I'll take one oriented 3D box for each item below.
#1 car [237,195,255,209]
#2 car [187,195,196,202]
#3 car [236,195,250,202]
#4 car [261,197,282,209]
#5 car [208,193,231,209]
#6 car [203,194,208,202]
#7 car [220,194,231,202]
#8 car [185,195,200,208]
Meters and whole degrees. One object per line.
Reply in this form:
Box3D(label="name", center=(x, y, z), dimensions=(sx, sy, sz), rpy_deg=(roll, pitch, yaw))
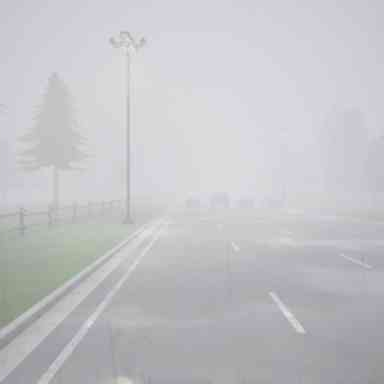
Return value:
Box3D(label="car", center=(7.086, 1.383, 44.111), dimensions=(1.837, 1.490, 4.892), rpy_deg=(0, 1, 0))
Box3D(label="car", center=(-0.001, 1.396, 72.342), dimensions=(1.895, 1.301, 4.718), rpy_deg=(0, 0, 0))
Box3D(label="car", center=(10.499, 1.331, 69.127), dimensions=(2.128, 1.511, 4.902), rpy_deg=(0, 0, 0))
Box3D(label="car", center=(10.567, 1.400, 44.044), dimensions=(1.812, 1.442, 4.674), rpy_deg=(0, 0, 0))
Box3D(label="car", center=(3.586, 1.102, 43.345), dimensions=(2.150, 2.045, 5.566), rpy_deg=(0, 0, 0))
Box3D(label="car", center=(3.499, 1.303, 71.425), dimensions=(1.837, 1.490, 4.892), rpy_deg=(0, 0, 0))
Box3D(label="car", center=(6.999, 1.283, 70.072), dimensions=(1.882, 1.535, 5.008), rpy_deg=(0, 0, 0))
Box3D(label="car", center=(0.092, 1.435, 46.764), dimensions=(1.994, 1.385, 4.181), rpy_deg=(0, 0, 0))
